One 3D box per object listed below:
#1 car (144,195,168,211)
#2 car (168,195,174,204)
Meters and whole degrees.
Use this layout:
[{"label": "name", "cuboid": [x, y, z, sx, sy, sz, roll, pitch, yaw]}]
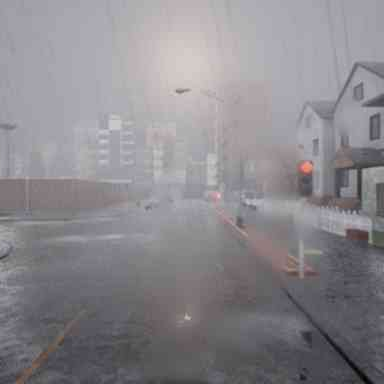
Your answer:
[{"label": "car", "cuboid": [-4.096, 1.287, 37.292, 1.812, 1.442, 4.674, 0, 1, 0]}, {"label": "car", "cuboid": [-4.061, 1.211, 55.287, 1.994, 1.385, 4.181, 0, 0, 0]}]
